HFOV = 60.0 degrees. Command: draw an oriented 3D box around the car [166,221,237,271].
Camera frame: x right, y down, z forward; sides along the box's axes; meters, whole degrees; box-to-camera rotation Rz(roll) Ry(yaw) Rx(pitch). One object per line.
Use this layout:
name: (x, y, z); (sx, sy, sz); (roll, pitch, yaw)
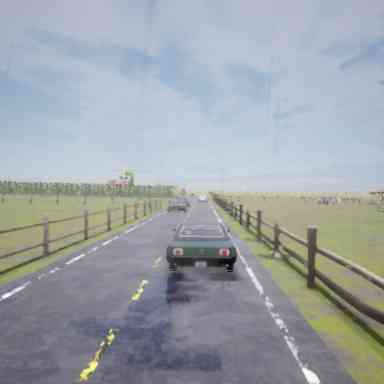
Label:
car: (0.298, 1.593, 10.875); (1.895, 1.301, 4.718); (1, 0, 1)

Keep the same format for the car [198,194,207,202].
car: (2.374, 1.481, 72.538); (1.812, 1.442, 4.674); (1, 0, 2)

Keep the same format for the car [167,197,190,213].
car: (-1.569, 1.515, 36.889); (1.994, 1.385, 4.181); (1, 0, 2)

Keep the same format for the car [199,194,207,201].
car: (2.714, 1.276, 82.790); (1.882, 1.535, 5.008); (1, 0, 2)
